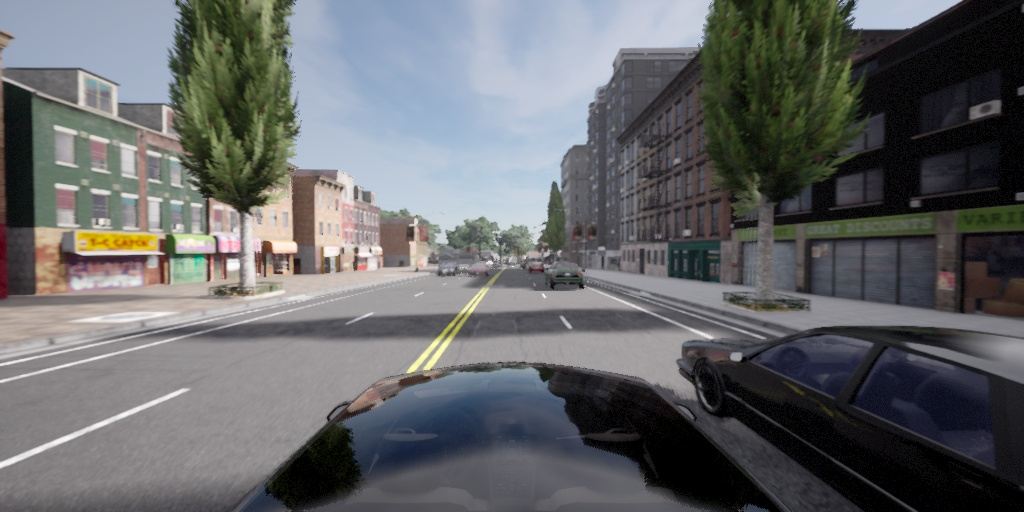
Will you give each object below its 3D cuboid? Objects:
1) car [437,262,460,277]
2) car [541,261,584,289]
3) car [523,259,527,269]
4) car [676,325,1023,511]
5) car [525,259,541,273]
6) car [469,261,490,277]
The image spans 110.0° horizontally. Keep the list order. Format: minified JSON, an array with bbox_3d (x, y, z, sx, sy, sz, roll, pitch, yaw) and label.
[{"bbox_3d":[-6.600,1.374,37.701,2.128,1.511,4.902,0,-1,0],"label":"car"},{"bbox_3d":[3.341,1.134,23.631,2.097,1.767,4.553,0,0,0],"label":"car"},{"bbox_3d":[3.232,1.601,58.923,1.801,1.575,5.366,0,-1,0],"label":"car"},{"bbox_3d":[3.348,1.297,2.856,2.033,1.411,5.357,0,0,0],"label":"car"},{"bbox_3d":[3.235,1.500,47.758,2.163,1.488,4.792,0,-1,0],"label":"car"},{"bbox_3d":[-3.349,1.404,37.370,1.812,1.442,4.674,0,0,0],"label":"car"}]
